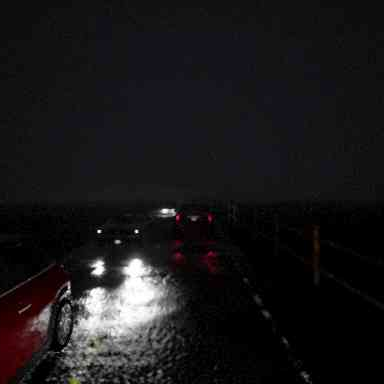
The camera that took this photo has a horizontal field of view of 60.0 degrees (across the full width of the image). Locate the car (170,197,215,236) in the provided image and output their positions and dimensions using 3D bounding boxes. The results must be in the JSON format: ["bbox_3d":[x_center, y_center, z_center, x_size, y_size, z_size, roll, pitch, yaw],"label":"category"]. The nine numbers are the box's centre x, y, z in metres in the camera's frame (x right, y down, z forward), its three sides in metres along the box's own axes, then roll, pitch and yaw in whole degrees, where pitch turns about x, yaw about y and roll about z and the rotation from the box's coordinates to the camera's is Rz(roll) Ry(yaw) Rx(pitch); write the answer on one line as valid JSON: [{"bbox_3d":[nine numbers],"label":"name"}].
[{"bbox_3d":[0.091,1.341,18.340,2.097,1.767,4.553,0,0,0],"label":"car"}]

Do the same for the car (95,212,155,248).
[{"bbox_3d":[-2.833,1.592,14.909,1.895,1.301,4.718,0,0,0],"label":"car"}]

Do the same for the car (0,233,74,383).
[{"bbox_3d":[-2.843,1.349,3.152,2.097,1.767,4.553,0,0,0],"label":"car"}]

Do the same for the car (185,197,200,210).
[{"bbox_3d":[0.082,1.486,43.772,1.837,1.490,4.892,0,0,0],"label":"car"}]

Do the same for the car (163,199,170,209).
[{"bbox_3d":[-2.861,1.580,45.734,1.895,1.301,4.718,0,0,0],"label":"car"}]
